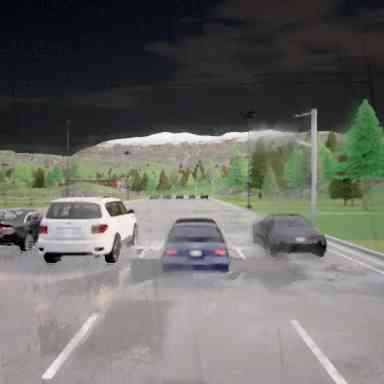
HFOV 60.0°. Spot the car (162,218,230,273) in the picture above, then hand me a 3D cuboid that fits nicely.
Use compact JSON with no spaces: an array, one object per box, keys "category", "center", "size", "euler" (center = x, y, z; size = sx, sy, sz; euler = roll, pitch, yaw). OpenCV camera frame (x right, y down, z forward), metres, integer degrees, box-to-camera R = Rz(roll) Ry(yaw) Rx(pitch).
[{"category":"car","center":[0.097,1.517,10.518],"size":[2.033,1.411,5.357],"euler":[0,0,0]}]

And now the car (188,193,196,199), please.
[{"category":"car","center":[-0.002,1.263,91.439],"size":[1.812,1.442,4.674],"euler":[0,0,0]}]

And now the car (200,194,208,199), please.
[{"category":"car","center":[3.498,1.217,91.386],"size":[1.882,1.535,5.008],"euler":[0,0,0]}]

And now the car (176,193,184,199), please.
[{"category":"car","center":[-3.502,1.334,91.496],"size":[1.895,1.301,4.718],"euler":[0,0,0]}]

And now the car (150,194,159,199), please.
[{"category":"car","center":[-10.502,1.291,91.897],"size":[1.994,1.385,4.181],"euler":[0,0,0]}]

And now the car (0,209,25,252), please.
[{"category":"car","center":[-6.903,1.454,13.661],"size":[2.128,1.511,4.902],"euler":[0,0,0]}]

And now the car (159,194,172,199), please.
[{"category":"car","center":[-7.002,1.280,91.266],"size":[2.033,1.411,5.357],"euler":[0,0,0]}]

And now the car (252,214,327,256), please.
[{"category":"car","center":[3.596,1.527,12.968],"size":[1.994,1.385,4.181],"euler":[0,0,0]}]

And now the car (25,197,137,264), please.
[{"category":"car","center":[-3.402,1.188,11.868],"size":[2.150,2.045,5.566],"euler":[0,0,0]}]
